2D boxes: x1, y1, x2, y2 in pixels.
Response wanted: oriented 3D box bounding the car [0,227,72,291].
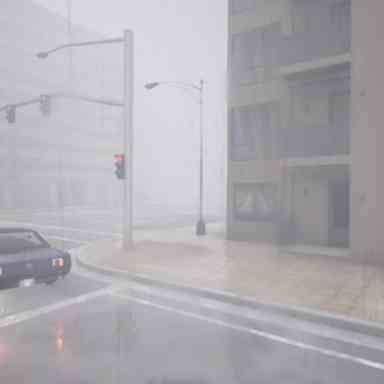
[{"bbox_3d":[-4.943,1.550,8.357,4.718,1.301,1.895,0,0,45],"label":"car"}]
